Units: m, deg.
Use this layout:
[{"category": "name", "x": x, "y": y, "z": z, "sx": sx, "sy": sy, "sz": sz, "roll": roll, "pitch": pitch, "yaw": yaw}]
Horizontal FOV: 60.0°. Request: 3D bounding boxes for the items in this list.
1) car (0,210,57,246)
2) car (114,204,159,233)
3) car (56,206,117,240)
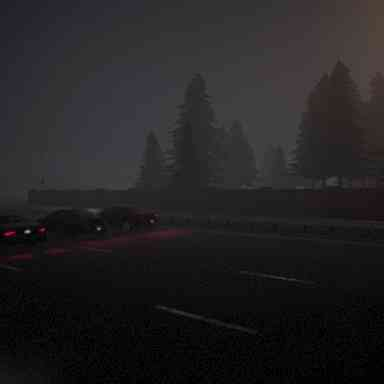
[{"category": "car", "x": -8.276, "y": 1.560, "z": 14.071, "sx": 5.357, "sy": 1.411, "sz": 2.033, "roll": 0, "pitch": 0, "yaw": 36}, {"category": "car", "x": -4.211, "y": 1.482, "z": 19.770, "sx": 5.008, "sy": 1.535, "sz": 1.882, "roll": 0, "pitch": 0, "yaw": 36}, {"category": "car", "x": -6.243, "y": 1.530, "z": 16.921, "sx": 4.674, "sy": 1.442, "sz": 1.812, "roll": 0, "pitch": 0, "yaw": 36}]
